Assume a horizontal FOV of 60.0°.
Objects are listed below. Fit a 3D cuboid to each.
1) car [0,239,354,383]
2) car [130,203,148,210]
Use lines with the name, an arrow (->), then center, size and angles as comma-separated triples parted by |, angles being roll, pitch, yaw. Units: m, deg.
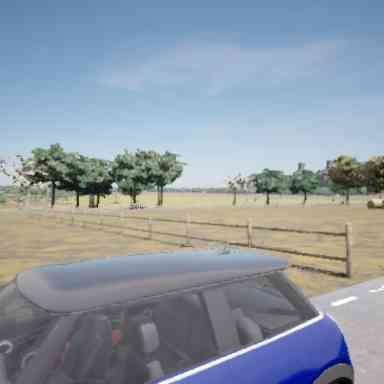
car -> -0.823, 1.353, 2.471 | 4.553, 1.767, 2.097 | 0, 0, -35
car -> -13.614, 3.693, 85.618 | 4.553, 1.767, 2.097 | 0, 0, -35
